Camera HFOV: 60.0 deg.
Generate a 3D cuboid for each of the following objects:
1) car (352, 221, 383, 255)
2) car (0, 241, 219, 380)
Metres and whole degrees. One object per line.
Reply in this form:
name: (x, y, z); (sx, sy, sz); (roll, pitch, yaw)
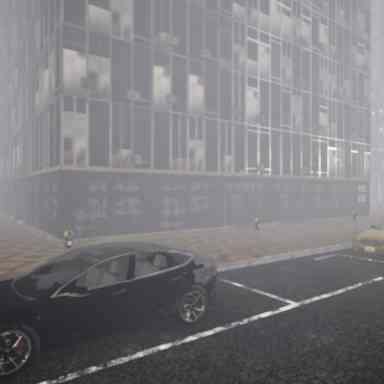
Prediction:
car: (7.638, 1.493, 12.010); (4.829, 1.417, 1.752); (0, 0, -36)
car: (-1.498, 1.561, 5.489); (4.313, 1.339, 1.947); (0, 0, -36)
